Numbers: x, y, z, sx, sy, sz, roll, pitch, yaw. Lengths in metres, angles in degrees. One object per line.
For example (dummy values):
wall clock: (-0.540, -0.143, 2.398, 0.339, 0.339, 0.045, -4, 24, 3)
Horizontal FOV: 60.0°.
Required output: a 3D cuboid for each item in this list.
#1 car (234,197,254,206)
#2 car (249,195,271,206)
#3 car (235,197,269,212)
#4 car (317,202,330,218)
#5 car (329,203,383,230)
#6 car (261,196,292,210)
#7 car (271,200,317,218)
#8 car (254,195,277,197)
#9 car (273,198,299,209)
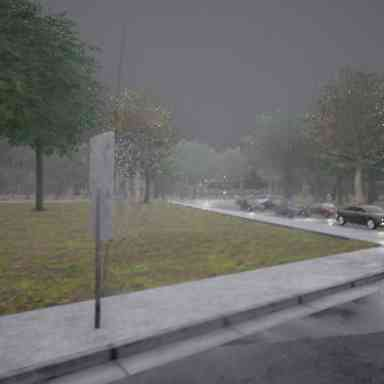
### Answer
car: (9.735, 1.790, 62.960, 2.128, 1.511, 4.902, 1, 0, -12)
car: (12.907, 1.547, 63.676, 2.150, 2.045, 5.566, 1, 0, -12)
car: (7.509, 1.697, 42.052, 1.837, 1.490, 4.892, 1, 0, -12)
car: (12.913, 1.712, 32.363, 1.812, 1.442, 4.674, 1, 0, -12)
car: (11.741, 1.630, 22.397, 1.837, 1.490, 4.892, 1, 0, -12)
car: (10.735, 1.698, 42.535, 1.882, 1.535, 5.008, 1, 0, -12)
car: (9.666, 1.722, 32.024, 1.994, 1.385, 4.181, 1, 0, -12)
car: (11.959, 1.499, 52.910, 2.150, 2.045, 5.566, 1, 0, -11)
car: (15.093, 1.798, 53.765, 2.128, 1.511, 4.902, 1, 0, -12)
